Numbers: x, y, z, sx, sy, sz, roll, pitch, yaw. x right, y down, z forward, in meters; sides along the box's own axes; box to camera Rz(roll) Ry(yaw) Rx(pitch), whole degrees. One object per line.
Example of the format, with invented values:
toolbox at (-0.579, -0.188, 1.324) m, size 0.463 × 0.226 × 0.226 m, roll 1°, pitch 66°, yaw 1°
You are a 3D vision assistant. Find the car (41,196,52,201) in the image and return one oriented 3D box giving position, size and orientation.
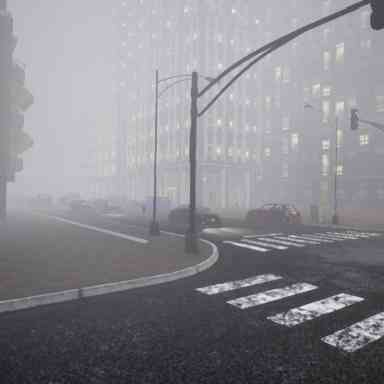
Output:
car at (-36.750, 1.571, 83.809) m, size 1.802 × 1.307 × 4.206 m, roll 1°, pitch -1°, yaw -35°

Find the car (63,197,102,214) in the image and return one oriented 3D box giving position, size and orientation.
car at (-10.890, 1.427, 32.897) m, size 2.008 × 1.369 × 4.403 m, roll 1°, pitch -1°, yaw -35°

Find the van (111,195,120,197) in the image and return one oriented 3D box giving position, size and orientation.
van at (-10.591, 1.368, 46.961) m, size 1.690 × 1.788 × 3.998 m, roll 1°, pitch -1°, yaw -35°

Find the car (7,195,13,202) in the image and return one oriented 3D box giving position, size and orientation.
car at (-37.044, 1.397, 69.747) m, size 1.947 × 1.339 × 4.313 m, roll 1°, pitch -1°, yaw -35°

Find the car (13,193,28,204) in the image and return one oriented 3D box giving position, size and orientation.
car at (-30.501, 1.155, 60.537) m, size 2.192 × 1.841 × 5.009 m, roll 1°, pitch -1°, yaw -35°

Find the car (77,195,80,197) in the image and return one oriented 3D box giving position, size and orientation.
car at (-14.446, 1.519, 47.821) m, size 2.033 × 1.411 × 5.357 m, roll 1°, pitch -1°, yaw -35°

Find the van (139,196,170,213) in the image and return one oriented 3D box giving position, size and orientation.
van at (-4.053, 1.382, 37.748) m, size 1.690 × 1.788 × 3.998 m, roll 1°, pitch -1°, yaw -35°

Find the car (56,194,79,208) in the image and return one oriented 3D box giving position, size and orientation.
car at (-17.845, 1.387, 47.301) m, size 1.882 × 1.535 × 5.008 m, roll 1°, pitch -1°, yaw -35°

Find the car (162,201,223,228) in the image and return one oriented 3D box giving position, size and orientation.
car at (0.131, 1.512, 21.840) m, size 1.994 × 1.385 × 4.181 m, roll 1°, pitch -1°, yaw -35°

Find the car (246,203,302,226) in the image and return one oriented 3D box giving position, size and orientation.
car at (5.753, 1.505, 23.928) m, size 1.967 × 1.590 × 4.097 m, roll 1°, pitch -1°, yaw -35°

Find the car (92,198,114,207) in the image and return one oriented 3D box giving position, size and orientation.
car at (-13.865, 1.587, 51.565) m, size 1.947 × 1.339 × 4.313 m, roll 1°, pitch -1°, yaw -35°

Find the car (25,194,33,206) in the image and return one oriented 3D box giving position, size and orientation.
car at (-23.967, 1.432, 51.322) m, size 1.802 × 1.307 × 4.206 m, roll 1°, pitch -1°, yaw -35°

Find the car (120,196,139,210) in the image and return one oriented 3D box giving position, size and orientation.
car at (-7.326, 1.585, 42.352) m, size 2.008 × 1.369 × 4.403 m, roll 1°, pitch -1°, yaw -35°

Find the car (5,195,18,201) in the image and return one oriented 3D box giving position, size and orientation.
car at (-40.312, 1.378, 74.354) m, size 2.008 × 1.369 × 4.403 m, roll 1°, pitch -1°, yaw -35°

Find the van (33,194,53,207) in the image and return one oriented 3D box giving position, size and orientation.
van at (-20.694, 1.197, 46.718) m, size 1.690 × 1.788 × 3.998 m, roll 1°, pitch -1°, yaw -35°

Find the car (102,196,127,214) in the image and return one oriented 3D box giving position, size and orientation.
car at (-9.156, 1.474, 34.935) m, size 2.033 × 1.411 × 5.357 m, roll 1°, pitch -1°, yaw -35°
